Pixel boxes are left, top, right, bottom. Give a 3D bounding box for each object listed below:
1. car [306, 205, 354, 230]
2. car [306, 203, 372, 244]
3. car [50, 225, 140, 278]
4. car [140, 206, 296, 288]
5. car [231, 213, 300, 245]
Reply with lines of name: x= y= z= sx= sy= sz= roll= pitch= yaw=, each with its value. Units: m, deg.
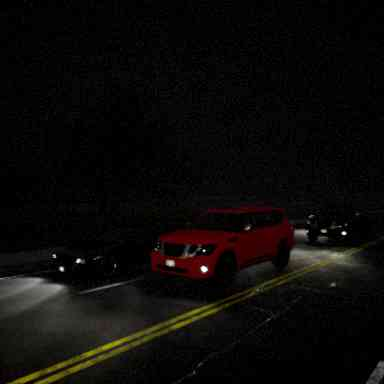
car: x=11.053 y=1.943 z=26.545 sx=2.097 sy=1.767 sz=4.553 roll=-2 pitch=-2 yaw=42
car: x=8.354 y=1.627 z=18.619 sx=2.150 sy=2.045 sz=5.566 roll=-2 pitch=-2 yaw=41
car: x=-2.040 y=1.891 z=11.713 sx=2.033 sy=1.411 sz=5.357 roll=-2 pitch=-2 yaw=41
car: x=1.275 y=1.495 z=10.576 sx=2.150 sy=2.045 sz=5.566 roll=-2 pitch=-2 yaw=41
car: x=4.290 y=1.986 z=18.905 sx=1.812 sy=1.442 sz=4.674 roll=-2 pitch=-2 yaw=41
